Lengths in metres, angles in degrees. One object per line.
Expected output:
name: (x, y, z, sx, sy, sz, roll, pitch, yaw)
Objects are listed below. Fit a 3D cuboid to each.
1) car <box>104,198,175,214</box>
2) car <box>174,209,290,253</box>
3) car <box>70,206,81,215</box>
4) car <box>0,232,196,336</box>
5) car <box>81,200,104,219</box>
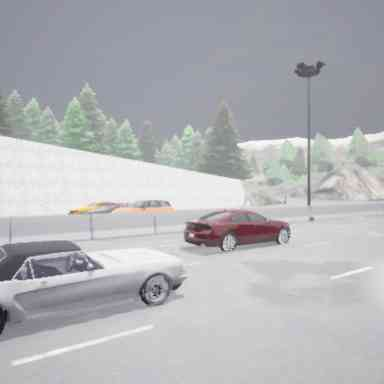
car: (-3.338, 1.330, 22.993, 4.553, 1.767, 2.097, 0, 0, -36)
car: (1.988, 1.457, 13.771, 5.008, 1.535, 1.882, 0, 0, -36)
car: (-7.819, 1.458, 28.399, 5.008, 1.535, 1.882, 0, 0, -35)
car: (-2.442, 1.597, 6.305, 4.718, 1.301, 1.895, 0, 0, -36)
car: (-5.394, 1.526, 25.825, 5.357, 1.411, 2.033, 0, 0, -36)
